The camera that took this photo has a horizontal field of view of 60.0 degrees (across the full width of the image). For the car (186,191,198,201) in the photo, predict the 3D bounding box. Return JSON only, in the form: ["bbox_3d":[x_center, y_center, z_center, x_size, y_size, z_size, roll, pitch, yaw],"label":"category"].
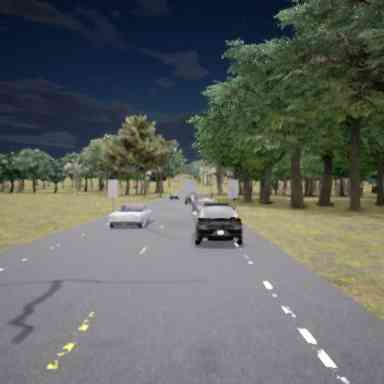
[{"bbox_3d":[0.017,0.752,64.204,2.097,1.767,4.553,0,0,0],"label":"car"}]

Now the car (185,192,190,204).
[{"bbox_3d":[0.016,0.841,49.175,2.097,1.767,4.553,0,0,0],"label":"car"}]

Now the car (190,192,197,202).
[{"bbox_3d":[1.056,1.007,30.661,2.097,1.767,4.553,0,1,0],"label":"car"}]

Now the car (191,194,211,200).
[{"bbox_3d":[1.057,1.172,24.877,1.801,1.575,5.366,0,1,0],"label":"car"}]

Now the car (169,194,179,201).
[{"bbox_3d":[-3.488,0.985,65.485,1.895,1.301,4.718,0,0,0],"label":"car"}]

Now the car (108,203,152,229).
[{"bbox_3d":[-3.596,1.371,19.908,1.895,1.301,4.718,0,1,0],"label":"car"}]

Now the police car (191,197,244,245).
[{"bbox_3d":[1.054,1.251,14.794,1.930,1.638,5.238,0,1,0],"label":"police car"}]
